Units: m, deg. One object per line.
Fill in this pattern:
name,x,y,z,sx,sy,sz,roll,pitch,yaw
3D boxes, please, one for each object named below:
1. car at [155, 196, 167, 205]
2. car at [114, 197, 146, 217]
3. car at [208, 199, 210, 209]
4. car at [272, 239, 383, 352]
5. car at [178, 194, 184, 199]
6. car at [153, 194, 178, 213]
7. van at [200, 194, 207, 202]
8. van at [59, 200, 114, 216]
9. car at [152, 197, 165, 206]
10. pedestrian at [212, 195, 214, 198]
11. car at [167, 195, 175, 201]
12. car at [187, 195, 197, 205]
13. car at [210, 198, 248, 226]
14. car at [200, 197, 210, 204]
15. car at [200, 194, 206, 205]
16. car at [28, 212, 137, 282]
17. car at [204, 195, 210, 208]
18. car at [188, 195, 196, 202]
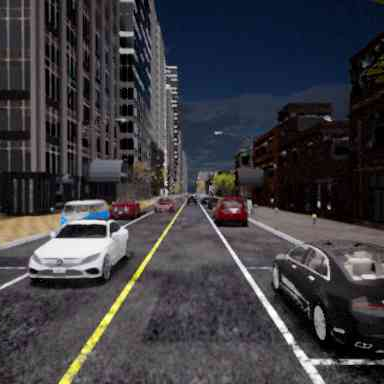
car,-5.688,1.584,62.102,1.752,1.417,4.829,-1,0,0
car,-5.698,1.343,29.063,2.192,1.841,5.009,-1,0,0
car,2.685,1.553,29.221,1.752,1.417,4.829,-1,0,0
car,2.692,1.557,6.177,2.008,1.369,4.403,-1,0,0
car,-2.982,1.166,78.928,1.882,1.535,5.008,0,0,0
car,-3.081,1.387,37.791,2.097,1.767,4.553,0,0,0
van,2.694,1.414,78.861,1.690,1.788,3.998,-1,0,0
van,-5.701,1.359,17.994,1.690,1.788,3.998,-1,0,0
car,-5.689,1.579,56.567,1.752,1.417,4.829,-1,0,0
pedestrian,3.011,1.339,48.806,0.375,1.860,0.375,-1,1,-2
car,-5.683,1.524,89.947,1.967,1.590,4.097,-1,0,0
car,0.013,1.559,58.610,1.837,1.490,4.892,0,0,0
car,2.680,1.338,23.517,2.192,1.841,5.009,-1,0,0
car,2.695,1.645,67.792,1.802,1.307,4.206,-1,0,0
car,2.693,1.624,62.258,1.947,1.339,4.313,-1,0,0
car,-3.035,1.536,9.922,1.812,1.442,4.674,0,0,0
car,3.010,1.548,45.874,1.837,1.490,4.892,0,0,0
car,0.019,1.440,76.525,1.812,1.442,4.674,0,0,0
